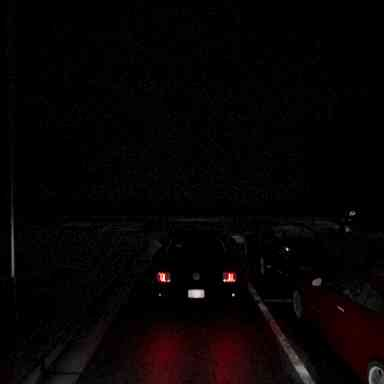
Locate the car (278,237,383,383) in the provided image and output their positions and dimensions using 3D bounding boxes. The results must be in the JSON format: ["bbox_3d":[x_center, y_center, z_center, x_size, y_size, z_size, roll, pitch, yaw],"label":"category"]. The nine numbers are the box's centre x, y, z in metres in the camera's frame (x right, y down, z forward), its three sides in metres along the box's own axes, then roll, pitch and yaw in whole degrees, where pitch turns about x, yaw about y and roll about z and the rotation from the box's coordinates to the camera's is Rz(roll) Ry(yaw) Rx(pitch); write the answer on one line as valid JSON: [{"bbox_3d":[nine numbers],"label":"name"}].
[{"bbox_3d":[2.625,1.578,4.354,1.802,1.307,4.206,-1,0,0],"label":"car"}]

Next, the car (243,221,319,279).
[{"bbox_3d":[2.628,1.541,9.886,2.008,1.369,4.403,-1,0,0],"label":"car"}]

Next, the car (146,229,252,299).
[{"bbox_3d":[0.094,1.593,8.369,1.895,1.301,4.718,0,0,0],"label":"car"}]

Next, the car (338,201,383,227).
[{"bbox_3d":[12.667,1.433,23.168,4.553,1.767,2.097,1,1,0],"label":"car"}]

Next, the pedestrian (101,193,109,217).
[{"bbox_3d":[-6.864,0.989,26.072,0.375,1.860,0.375,0,1,0],"label":"pedestrian"}]
